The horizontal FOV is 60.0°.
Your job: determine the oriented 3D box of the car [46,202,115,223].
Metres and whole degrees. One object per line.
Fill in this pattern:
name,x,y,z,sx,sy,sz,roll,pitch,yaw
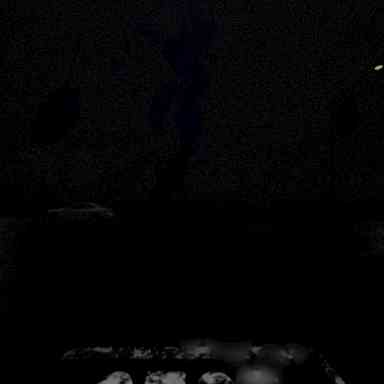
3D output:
car,-7.883,1.431,23.657,4.674,1.442,1.812,1,1,0
